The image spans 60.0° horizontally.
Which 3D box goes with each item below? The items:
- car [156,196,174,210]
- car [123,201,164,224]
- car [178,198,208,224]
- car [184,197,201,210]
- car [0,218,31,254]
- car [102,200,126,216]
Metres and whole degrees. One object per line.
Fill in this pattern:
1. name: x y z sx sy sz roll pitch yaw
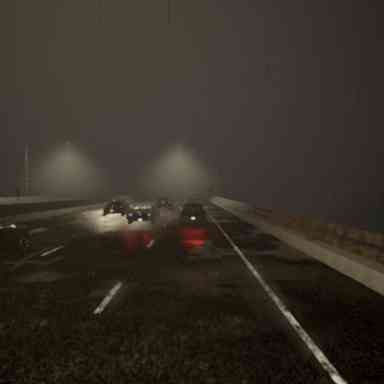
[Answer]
1. car: -3.430 1.261 41.547 2.097 1.767 4.553 0 0 0
2. car: -3.417 1.547 24.184 1.895 1.301 4.718 0 0 0
3. car: 0.082 1.451 23.887 1.837 1.490 4.892 0 0 0
4. car: 0.069 1.453 42.428 2.033 1.411 5.357 0 0 0
5. car: -6.908 1.469 10.480 2.128 1.511 4.902 0 0 0
6. car: -6.922 1.457 30.952 1.812 1.442 4.674 0 0 0
